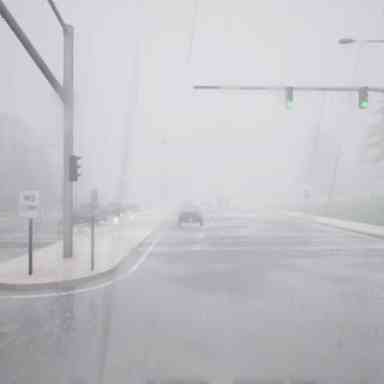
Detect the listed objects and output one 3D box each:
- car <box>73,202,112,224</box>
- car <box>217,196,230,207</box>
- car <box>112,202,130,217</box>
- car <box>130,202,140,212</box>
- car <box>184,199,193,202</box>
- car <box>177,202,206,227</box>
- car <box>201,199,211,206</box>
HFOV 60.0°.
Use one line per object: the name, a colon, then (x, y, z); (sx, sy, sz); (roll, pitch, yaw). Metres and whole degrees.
car: (-8.251, 1.593, 26.912); (2.097, 1.767, 4.553); (0, -1, -1)
car: (6.253, 1.810, 66.072); (2.150, 2.045, 5.566); (0, -1, -1)
car: (-8.376, 1.826, 35.944); (1.837, 1.490, 4.892); (0, -1, -1)
car: (-8.472, 2.010, 45.887); (1.895, 1.301, 4.718); (0, -1, 0)
car: (-0.747, 2.092, 66.002); (1.837, 1.490, 4.892); (0, -1, -1)
car: (-0.123, 1.749, 24.960); (1.812, 1.442, 4.674); (0, -1, -1)
car: (2.753, 2.114, 66.062); (1.812, 1.442, 4.674); (0, -1, -1)
